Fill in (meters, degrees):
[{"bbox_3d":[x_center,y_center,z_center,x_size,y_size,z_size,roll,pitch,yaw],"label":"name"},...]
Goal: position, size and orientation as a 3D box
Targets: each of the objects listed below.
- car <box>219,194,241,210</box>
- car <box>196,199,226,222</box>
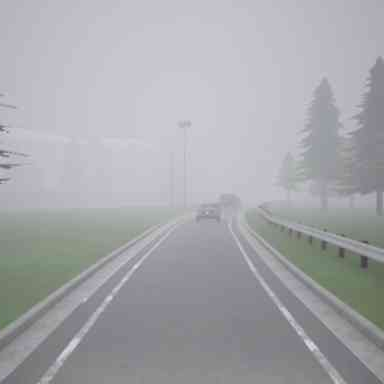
[{"bbox_3d":[4.902,1.237,42.905,2.150,2.045,5.566,0,0,17],"label":"car"},{"bbox_3d":[1.424,1.557,26.568,2.033,1.411,5.357,0,0,7],"label":"car"}]
